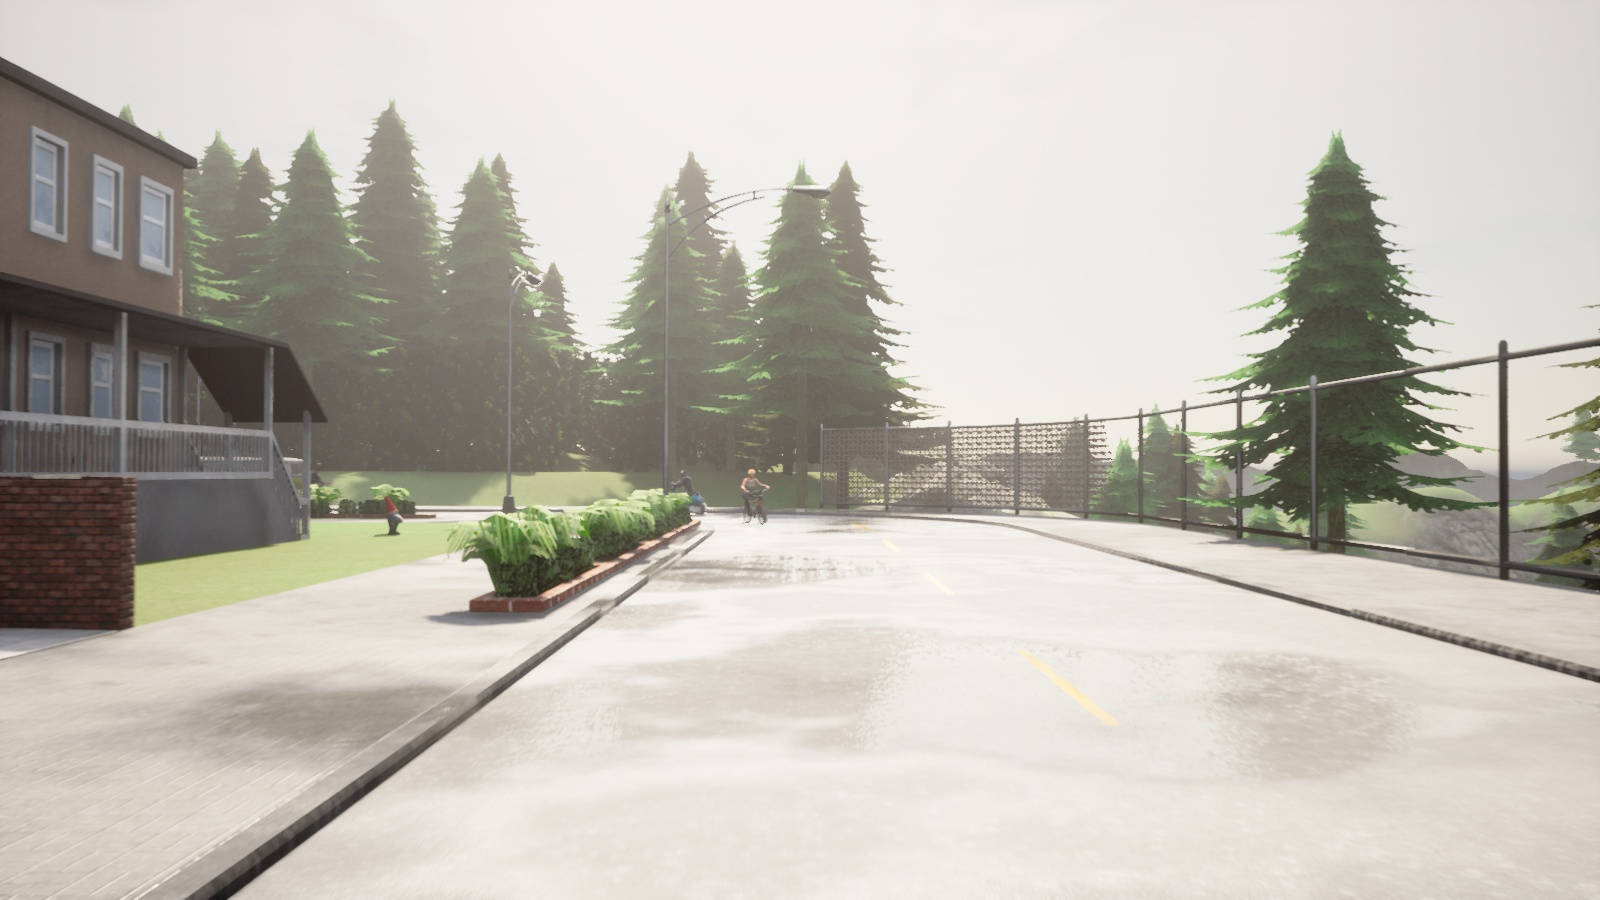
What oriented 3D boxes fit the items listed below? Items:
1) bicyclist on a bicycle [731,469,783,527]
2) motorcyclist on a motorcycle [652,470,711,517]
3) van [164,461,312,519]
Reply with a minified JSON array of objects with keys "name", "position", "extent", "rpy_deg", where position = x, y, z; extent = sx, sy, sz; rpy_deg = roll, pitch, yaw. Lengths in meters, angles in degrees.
[{"name":"bicyclist on a bicycle","position":[-1.252,1.366,36.364],"extent":[0.866,1.612,1.509],"rpy_deg":[-3,0,-27]},{"name":"motorcyclist on a motorcycle","position":[-4.126,1.518,43.721],"extent":[1.817,1.590,0.866],"rpy_deg":[-1,1,18]},{"name":"van","position":[-19.810,1.389,44.368],"extent":[4.442,1.987,1.775],"rpy_deg":[0,-1,0]}]
